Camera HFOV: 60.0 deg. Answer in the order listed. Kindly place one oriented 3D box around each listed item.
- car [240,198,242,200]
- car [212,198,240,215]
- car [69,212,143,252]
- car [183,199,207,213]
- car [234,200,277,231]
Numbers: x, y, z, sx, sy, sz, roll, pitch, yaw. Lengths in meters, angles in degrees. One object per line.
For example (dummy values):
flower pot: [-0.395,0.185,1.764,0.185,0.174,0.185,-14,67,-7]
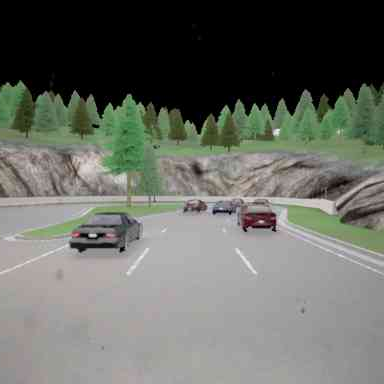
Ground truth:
car: [5.979,1.547,43.996,2.033,1.411,5.357,0,0,12]
car: [3.386,1.564,34.249,1.994,1.385,4.181,0,0,15]
car: [-3.365,1.547,13.914,2.033,1.411,5.357,0,0,1]
car: [0.395,1.526,36.589,1.812,1.442,4.674,0,0,16]
car: [3.897,1.477,20.428,1.882,1.535,5.008,0,0,3]
